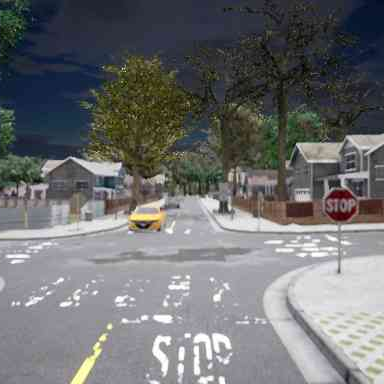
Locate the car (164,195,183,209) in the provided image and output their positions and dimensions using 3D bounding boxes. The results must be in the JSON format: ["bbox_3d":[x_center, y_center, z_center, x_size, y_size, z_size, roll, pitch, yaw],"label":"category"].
[{"bbox_3d":[-2.706,1.441,46.133,2.097,1.767,4.553,0,0,0],"label":"car"}]

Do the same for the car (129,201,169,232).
[{"bbox_3d":[-2.731,1.585,21.171,1.882,1.535,5.008,0,0,0],"label":"car"}]
